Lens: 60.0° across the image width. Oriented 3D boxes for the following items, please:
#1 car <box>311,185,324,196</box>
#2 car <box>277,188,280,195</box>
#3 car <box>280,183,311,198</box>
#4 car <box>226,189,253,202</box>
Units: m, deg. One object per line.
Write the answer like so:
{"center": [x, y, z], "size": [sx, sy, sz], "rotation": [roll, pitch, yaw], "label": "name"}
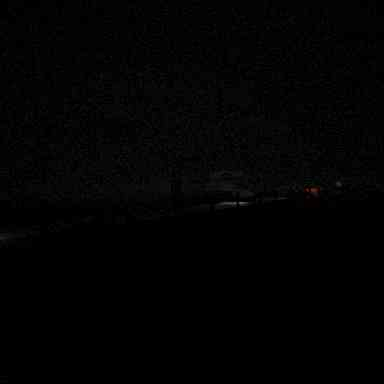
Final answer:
{"center": [20.847, -0.321, 56.507], "size": [2.097, 1.767, 4.553], "rotation": [0, 1, 35], "label": "car"}
{"center": [15.709, -0.408, 54.014], "size": [2.150, 2.045, 5.566], "rotation": [0, 1, 35], "label": "car"}
{"center": [15.102, -0.074, 48.321], "size": [2.097, 1.767, 4.553], "rotation": [0, 1, 38], "label": "car"}
{"center": [5.842, 0.417, 40.247], "size": [1.812, 1.442, 4.674], "rotation": [0, 1, 35], "label": "car"}
